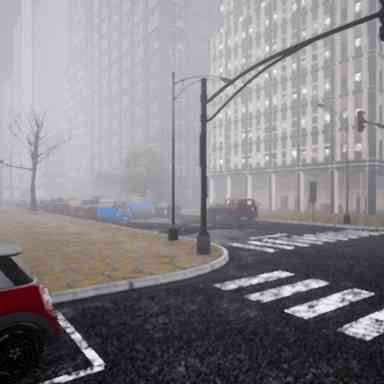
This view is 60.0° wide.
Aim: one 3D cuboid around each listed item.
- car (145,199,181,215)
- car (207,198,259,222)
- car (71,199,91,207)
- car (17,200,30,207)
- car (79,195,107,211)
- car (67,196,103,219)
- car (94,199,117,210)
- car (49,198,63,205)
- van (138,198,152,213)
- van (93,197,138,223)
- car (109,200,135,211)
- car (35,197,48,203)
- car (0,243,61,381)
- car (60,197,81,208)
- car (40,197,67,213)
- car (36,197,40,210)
[{"bbox_3d":[-2.864,1.752,36.276,2.008,1.369,4.403,0,0,-36],"label":"car"},{"bbox_3d":[3.311,1.448,27.896,2.192,1.841,5.009,0,0,-36],"label":"car"},{"bbox_3d":[-19.767,1.933,59.208,2.008,1.369,4.403,0,0,-36],"label":"car"},{"bbox_3d":[-29.897,1.989,58.827,1.802,1.307,4.206,0,0,-36],"label":"car"},{"bbox_3d":[-14.061,1.518,47.012,2.150,2.045,5.566,0,0,-36],"label":"car"},{"bbox_3d":[-9.615,1.506,31.308,2.192,1.841,5.009,0,0,-36],"label":"car"},{"bbox_3d":[-13.107,1.837,50.172,1.752,1.417,4.829,0,0,-36],"label":"car"},{"bbox_3d":[-29.910,2.053,72.968,1.947,1.339,4.313,0,0,-36],"label":"car"},{"bbox_3d":[-6.246,1.579,40.862,1.690,1.788,3.998,0,0,-36],"label":"van"},{"bbox_3d":[-6.235,1.495,26.722,1.690,1.788,3.998,0,0,-36],"label":"van"},{"bbox_3d":[-9.625,1.841,45.449,1.947,1.339,4.313,0,0,-36],"label":"car"},{"bbox_3d":[-38.671,2.055,85.383,1.882,1.535,5.008,0,0,-36],"label":"car"},{"bbox_3d":[-3.830,1.440,3.826,4.097,1.590,1.967,0,0,-36],"label":"car"},{"bbox_3d":[-20.368,1.714,55.497,2.097,1.767,4.553,0,0,-36],"label":"car"},{"bbox_3d":[-16.377,1.580,40.481,2.192,1.841,5.009,0,0,-36],"label":"car"},{"bbox_3d":[-19.756,1.741,45.068,1.967,1.590,4.097,0,0,-36],"label":"car"}]
